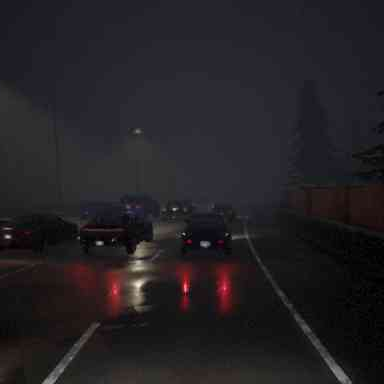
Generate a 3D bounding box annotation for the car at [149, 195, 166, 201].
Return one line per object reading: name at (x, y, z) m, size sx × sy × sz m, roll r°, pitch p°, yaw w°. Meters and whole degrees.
car at (-8.210, 1.457, 79.825) m, size 1.837 × 1.490 × 4.892 m, roll 0°, pitch 0°, yaw 27°

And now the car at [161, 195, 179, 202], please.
car at (-5.145, 1.461, 78.134) m, size 1.837 × 1.490 × 4.892 m, roll 0°, pitch 0°, yaw 27°

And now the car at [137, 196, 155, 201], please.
car at (-11.288, 1.549, 81.490) m, size 1.895 × 1.301 × 4.718 m, roll 0°, pitch 0°, yaw 27°

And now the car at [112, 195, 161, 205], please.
car at (-4.347, 1.255, 27.876) m, size 2.150 × 2.045 × 5.566 m, roll 0°, pitch 0°, yaw 11°

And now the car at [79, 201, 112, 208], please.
car at (-7.791, 1.482, 28.498) m, size 1.882 × 1.535 × 5.008 m, roll 0°, pitch 0°, yaw 11°

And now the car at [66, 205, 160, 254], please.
car at (-2.852, 1.492, 13.483) m, size 2.128 × 1.511 × 4.902 m, roll 0°, pitch 0°, yaw 5°

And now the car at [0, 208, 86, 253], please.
car at (-6.337, 1.569, 13.810) m, size 1.994 × 1.385 × 4.181 m, roll 0°, pitch 0°, yaw 5°

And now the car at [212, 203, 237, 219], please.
car at (2.525, 1.570, 26.543) m, size 1.994 × 1.385 × 4.181 m, roll 0°, pitch 0°, yaw 11°

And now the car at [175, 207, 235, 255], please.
car at (0.633, 1.530, 13.156) m, size 1.812 × 1.442 × 4.674 m, roll 0°, pitch 0°, yaw 5°

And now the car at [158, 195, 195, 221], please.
car at (-0.919, 1.363, 27.165) m, size 2.097 × 1.767 × 4.553 m, roll 0°, pitch 0°, yaw 11°

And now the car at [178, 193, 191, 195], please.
car at (-2.094, 1.190, 76.416) m, size 2.150 × 2.045 × 5.566 m, roll 0°, pitch 0°, yaw 27°
